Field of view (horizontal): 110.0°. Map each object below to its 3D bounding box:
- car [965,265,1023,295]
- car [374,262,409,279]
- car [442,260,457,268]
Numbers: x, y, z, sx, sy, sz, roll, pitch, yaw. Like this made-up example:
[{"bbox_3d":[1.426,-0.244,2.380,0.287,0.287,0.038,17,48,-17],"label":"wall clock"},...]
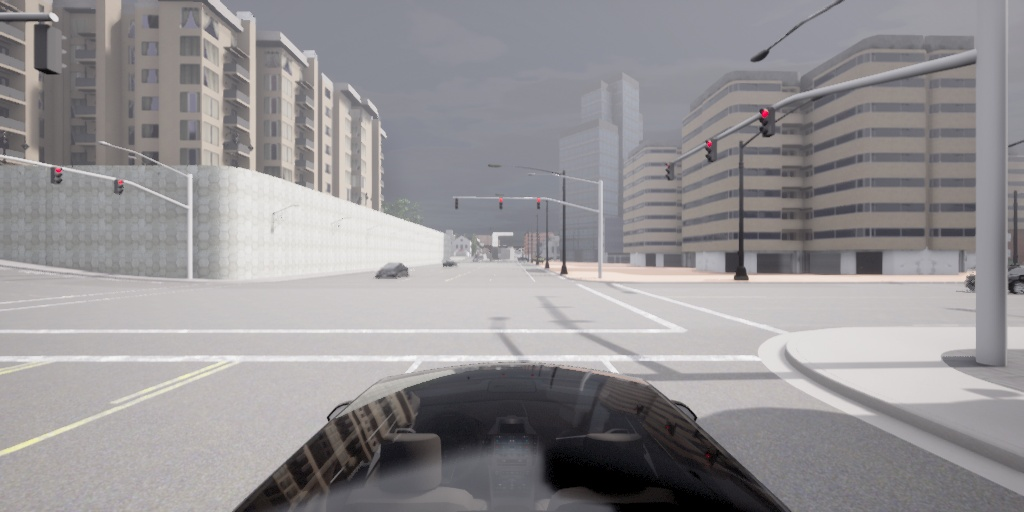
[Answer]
[{"bbox_3d":[27.409,1.213,19.126,5.008,1.535,1.882,0,0,0],"label":"car"},{"bbox_3d":[-10.449,1.305,31.688,1.812,1.442,4.674,0,1,0],"label":"car"},{"bbox_3d":[-10.470,1.308,60.520,1.895,1.301,4.718,0,0,0],"label":"car"}]
